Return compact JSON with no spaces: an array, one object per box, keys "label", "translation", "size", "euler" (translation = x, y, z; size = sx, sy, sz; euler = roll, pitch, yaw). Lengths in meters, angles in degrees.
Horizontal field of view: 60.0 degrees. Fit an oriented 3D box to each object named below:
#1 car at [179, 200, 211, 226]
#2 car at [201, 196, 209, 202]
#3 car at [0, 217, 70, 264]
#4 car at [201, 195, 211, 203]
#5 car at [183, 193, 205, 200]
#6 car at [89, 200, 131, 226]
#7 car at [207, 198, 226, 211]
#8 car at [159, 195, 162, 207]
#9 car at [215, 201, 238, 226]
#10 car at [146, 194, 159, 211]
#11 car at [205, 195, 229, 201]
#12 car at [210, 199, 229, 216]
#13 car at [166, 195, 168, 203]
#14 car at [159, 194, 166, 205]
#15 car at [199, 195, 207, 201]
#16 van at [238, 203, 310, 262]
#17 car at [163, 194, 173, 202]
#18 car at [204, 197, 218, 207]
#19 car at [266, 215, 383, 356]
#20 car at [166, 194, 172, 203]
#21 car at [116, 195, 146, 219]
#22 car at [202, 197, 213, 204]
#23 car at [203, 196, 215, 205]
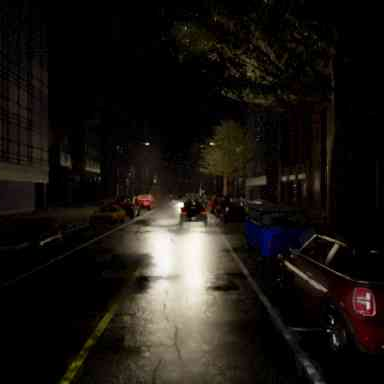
[{"label":"car","translation":[0.098,1.488,23.126],"size":[1.812,1.442,4.674],"euler":[0,0,0]},{"label":"car","translation":[2.848,1.568,73.719],"size":[1.802,1.307,4.206],"euler":[0,0,0]},{"label":"car","translation":[-5.669,1.560,11.696],"size":[1.802,1.307,4.206],"euler":[0,0,0]},{"label":"car","translation":[2.848,1.418,68.081],"size":[1.967,1.590,4.097],"euler":[0,0,0]},{"label":"car","translation":[0.092,1.187,40.487],"size":[2.150,2.045,5.566],"euler":[0,0,0]},{"label":"car","translation":[-5.671,1.488,22.804],"size":[1.752,1.417,4.829],"euler":[0,0,0]},{"label":"car","translation":[2.852,1.508,39.882],"size":[1.887,1.381,4.507],"euler":[0,0,0]},{"label":"car","translation":[-5.674,1.531,45.529],"size":[1.947,1.339,4.313],"euler":[0,0,0]},{"label":"car","translation":[2.854,1.544,22.965],"size":[1.802,1.307,4.206],"euler":[0,0,0]},{"label":"car","translation":[-5.674,1.279,39.890],"size":[2.192,1.841,5.009],"euler":[0,0,0]},{"label":"car","translation":[2.853,1.277,34.243],"size":[2.192,1.841,5.009],"euler":[0,0,0]},{"label":"car","translation":[2.853,1.527,28.602],"size":[1.947,1.339,4.313],"euler":[0,0,0]},{"label":"car","translation":[-5.675,1.513,56.806],"size":[1.887,1.381,4.507],"euler":[0,0,0]},{"label":"car","translation":[-5.675,1.281,51.167],"size":[2.192,1.841,5.009],"euler":[0,0,0]},{"label":"car","translation":[2.846,1.572,84.999],"size":[1.947,1.339,4.313],"euler":[0,0,0]},{"label":"van","translation":[2.857,1.319,11.685],"size":[1.690,1.788,3.998],"euler":[0,0,0]},{"label":"car","translation":[-5.679,1.310,79.360],"size":[2.192,1.841,5.009],"euler":[0,0,0]},{"label":"car","translation":[2.851,1.532,51.161],"size":[1.947,1.339,4.313],"euler":[0,0,0]},{"label":"car","translation":[2.857,1.429,6.045],"size":[1.967,1.590,4.097],"euler":[0,0,0]},{"label":"car","translation":[-5.677,1.544,68.084],"size":[1.947,1.339,4.313],"euler":[0,0,0]},{"label":"car","translation":[-5.672,1.276,28.611],"size":[2.192,1.841,5.009],"euler":[0,0,0]},{"label":"car","translation":[2.849,1.555,62.440],"size":[1.802,1.307,4.206],"euler":[0,0,0]},{"label":"car","translation":[2.849,1.494,56.972],"size":[1.752,1.417,4.829],"euler":[0,0,0]}]
